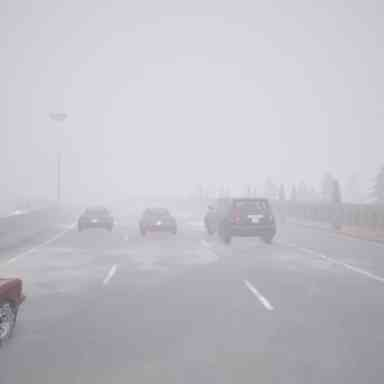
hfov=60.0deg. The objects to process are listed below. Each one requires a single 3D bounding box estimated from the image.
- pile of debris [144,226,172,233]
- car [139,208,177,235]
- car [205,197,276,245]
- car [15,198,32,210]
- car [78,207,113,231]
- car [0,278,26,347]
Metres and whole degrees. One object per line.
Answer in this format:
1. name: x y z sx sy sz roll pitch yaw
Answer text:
1. pile of debris: -2.058 2.205 19.669 1.500 0.140 1.860 0 0 -11
2. car: -2.068 1.591 19.313 1.994 1.385 4.181 0 0 -10
3. car: 2.121 1.231 15.945 2.150 2.045 5.566 0 0 -9
4. car: -22.698 1.628 44.775 2.128 1.511 4.902 0 0 -29
5. car: -6.004 1.611 20.971 1.994 1.385 4.181 0 0 -12
6. car: -3.591 1.619 3.332 1.895 1.301 4.718 0 0 -2
